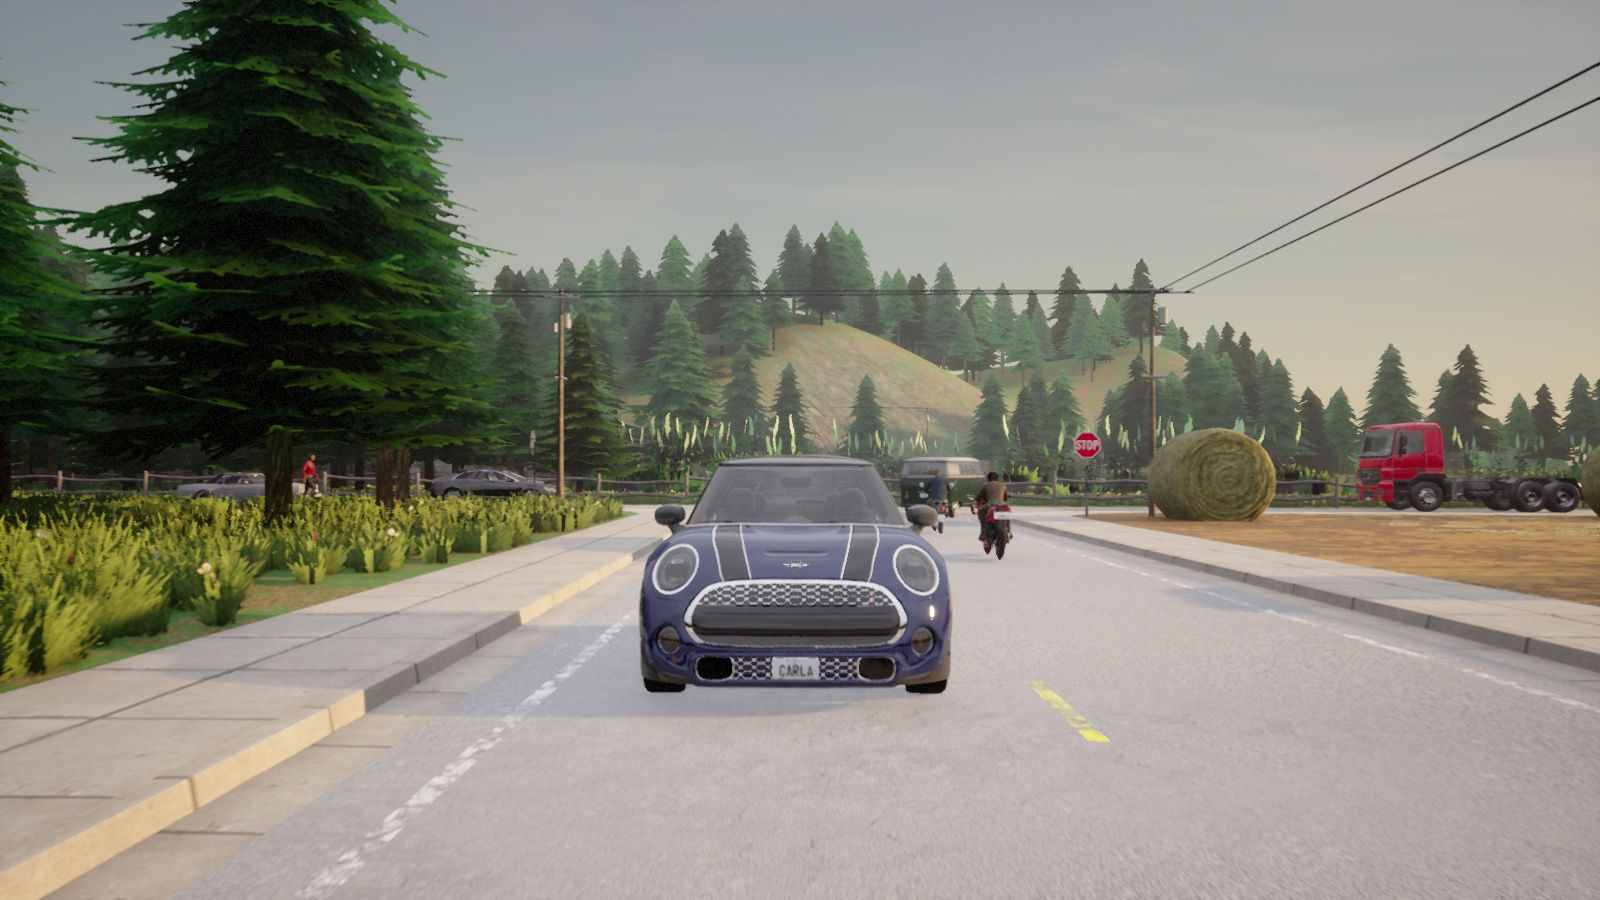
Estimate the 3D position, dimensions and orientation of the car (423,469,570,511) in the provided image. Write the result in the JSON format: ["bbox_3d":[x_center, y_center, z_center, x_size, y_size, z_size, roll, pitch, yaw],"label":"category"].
[{"bbox_3d":[-11.183,1.480,46.540,4.902,1.511,2.128,0,-1,3],"label":"car"}]

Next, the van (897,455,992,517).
[{"bbox_3d":[4.928,1.175,42.171,1.775,1.987,4.442,-1,-1,26],"label":"van"}]

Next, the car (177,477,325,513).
[{"bbox_3d":[-20.474,1.668,46.930,4.718,1.301,1.895,0,-1,1],"label":"car"}]

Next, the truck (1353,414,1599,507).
[{"bbox_3d":[25.906,0.421,48.346,7.936,3.462,2.891,0,-1,3],"label":"truck"}]

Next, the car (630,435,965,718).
[{"bbox_3d":[-0.026,0.823,10.167,2.097,1.767,4.553,0,-1,0],"label":"car"}]

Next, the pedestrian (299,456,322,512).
[{"bbox_3d":[-16.369,1.137,42.022,0.636,1.846,0.331,0,-1,0],"label":"pedestrian"}]

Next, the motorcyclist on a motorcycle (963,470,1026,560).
[{"bbox_3d":[3.446,1.118,22.383,0.797,1.523,2.044,0,-1,0],"label":"motorcyclist on a motorcycle"}]

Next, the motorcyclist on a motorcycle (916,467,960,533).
[{"bbox_3d":[3.424,1.224,31.282,0.866,1.590,1.817,0,-1,0],"label":"motorcyclist on a motorcycle"}]
